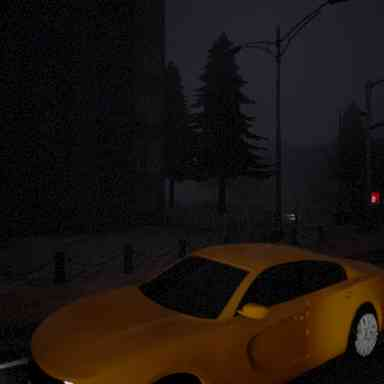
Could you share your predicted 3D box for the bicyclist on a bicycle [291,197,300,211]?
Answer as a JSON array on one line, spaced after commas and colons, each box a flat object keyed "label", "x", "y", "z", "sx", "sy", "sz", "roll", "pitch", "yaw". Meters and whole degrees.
[{"label": "bicyclist on a bicycle", "x": 11.427, "y": 1.316, "z": 36.632, "sx": 1.656, "sy": 1.620, "sz": 0.582, "roll": 0, "pitch": 0, "yaw": -37}]

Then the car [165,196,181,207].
[{"label": "car", "x": -3.646, "y": 1.616, "z": 50.434, "sx": 1.895, "sy": 1.301, "sz": 4.718, "roll": 0, "pitch": 0, "yaw": -34}]

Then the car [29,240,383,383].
[{"label": "car", "x": 0.622, "y": 1.477, "z": 4.379, "sx": 5.008, "sy": 1.535, "sz": 1.882, "roll": 0, "pitch": 0, "yaw": -35}]

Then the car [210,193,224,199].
[{"label": "car", "x": 7.168, "y": 1.092, "z": 94.497, "sx": 1.905, "sy": 1.878, "sz": 3.866, "roll": 0, "pitch": 0, "yaw": -37}]

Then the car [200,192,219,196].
[{"label": "car", "x": 5.081, "y": 1.113, "z": 92.433, "sx": 1.932, "sy": 1.855, "sz": 4.605, "roll": 0, "pitch": 0, "yaw": -37}]

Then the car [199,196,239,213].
[{"label": "car", "x": 2.922, "y": 1.493, "z": 35.480, "sx": 1.882, "sy": 1.535, "sz": 5.008, "roll": 0, "pitch": 0, "yaw": -37}]

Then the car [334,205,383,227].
[{"label": "car", "x": 12.113, "y": 1.579, "z": 23.142, "sx": 1.994, "sy": 1.385, "sz": 4.181, "roll": 0, "pitch": 0, "yaw": -35}]
